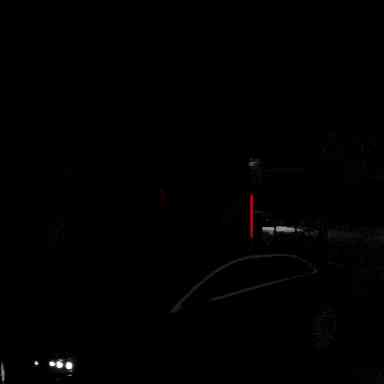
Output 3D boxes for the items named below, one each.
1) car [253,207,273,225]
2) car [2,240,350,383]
[{"bbox_3d":[3.469,1.526,23.193,1.812,1.442,4.674,0,0,-35],"label":"car"},{"bbox_3d":[0.199,1.492,4.613,4.902,1.511,2.128,0,0,-34],"label":"car"}]
